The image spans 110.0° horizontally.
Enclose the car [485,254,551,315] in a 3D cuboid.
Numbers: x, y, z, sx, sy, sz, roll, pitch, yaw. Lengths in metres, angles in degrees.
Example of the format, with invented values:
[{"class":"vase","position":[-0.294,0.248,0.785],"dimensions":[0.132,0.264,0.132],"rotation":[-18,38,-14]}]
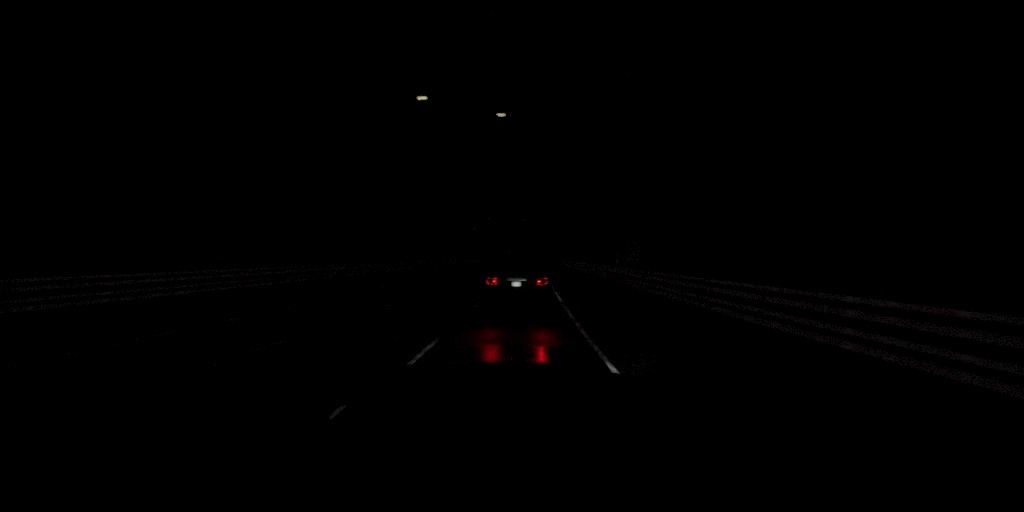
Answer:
[{"class":"car","position":[0.294,0.962,13.753],"dimensions":[2.150,2.045,5.566],"rotation":[0,0,3]}]
